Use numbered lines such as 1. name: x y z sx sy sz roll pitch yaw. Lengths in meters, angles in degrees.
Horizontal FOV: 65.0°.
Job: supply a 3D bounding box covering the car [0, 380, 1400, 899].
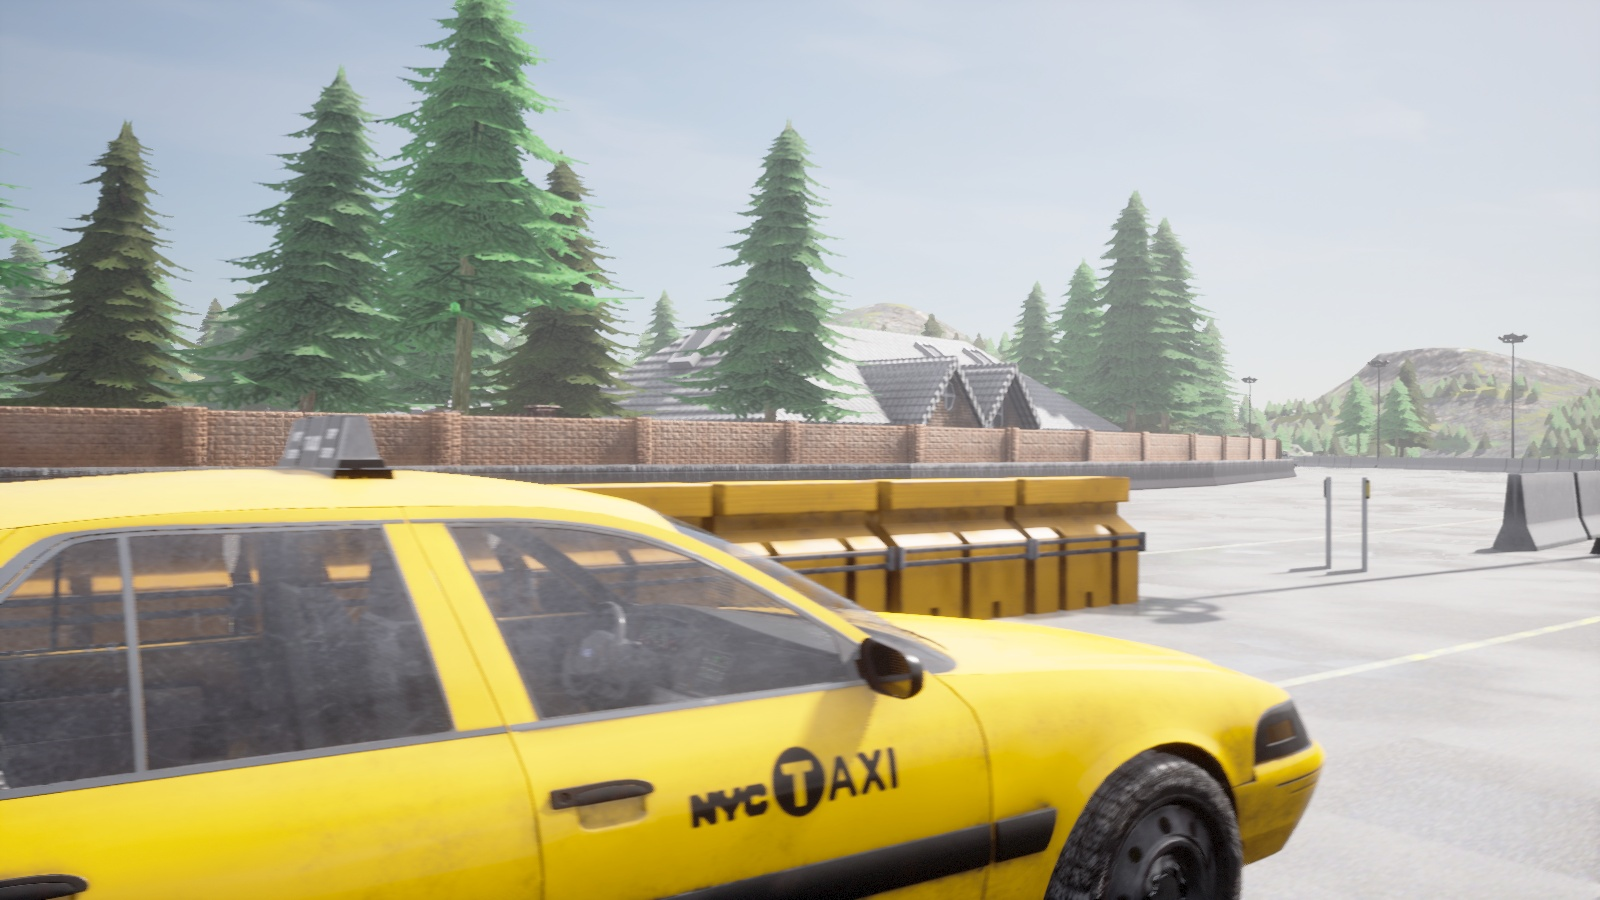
1. car: -0.868 0.693 3.050 5.366 1.575 1.801 0 0 -35
